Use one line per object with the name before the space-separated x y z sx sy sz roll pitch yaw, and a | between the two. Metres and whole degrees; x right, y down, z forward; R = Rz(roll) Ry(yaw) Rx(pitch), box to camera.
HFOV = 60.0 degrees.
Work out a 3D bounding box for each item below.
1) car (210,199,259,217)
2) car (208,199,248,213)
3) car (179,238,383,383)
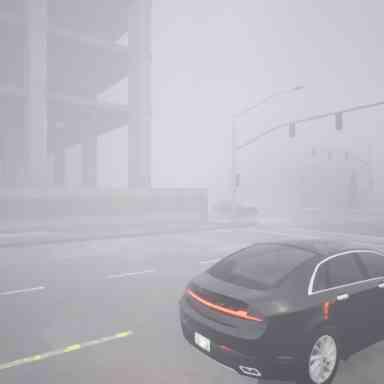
car | 4.128 1.598 31.696 1.895 1.301 4.718 0 0 -36
car | 3.991 1.523 37.850 1.812 1.442 4.674 0 0 -36
car | 2.106 1.504 5.292 4.892 1.490 1.837 0 0 -35
